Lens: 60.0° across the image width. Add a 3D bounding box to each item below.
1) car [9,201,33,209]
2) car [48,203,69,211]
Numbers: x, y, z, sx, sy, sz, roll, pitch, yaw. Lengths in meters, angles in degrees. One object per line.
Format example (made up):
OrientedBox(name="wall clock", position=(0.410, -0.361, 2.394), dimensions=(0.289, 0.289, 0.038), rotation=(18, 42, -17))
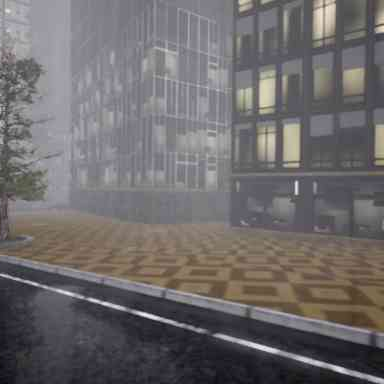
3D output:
OrientedBox(name="car", position=(-31.183, 2.313, 59.950), dimensions=(4.403, 1.369, 2.008), rotation=(0, 1, -34))
OrientedBox(name="car", position=(-22.055, 2.463, 56.648), dimensions=(4.507, 1.381, 1.887), rotation=(0, 1, -34))
